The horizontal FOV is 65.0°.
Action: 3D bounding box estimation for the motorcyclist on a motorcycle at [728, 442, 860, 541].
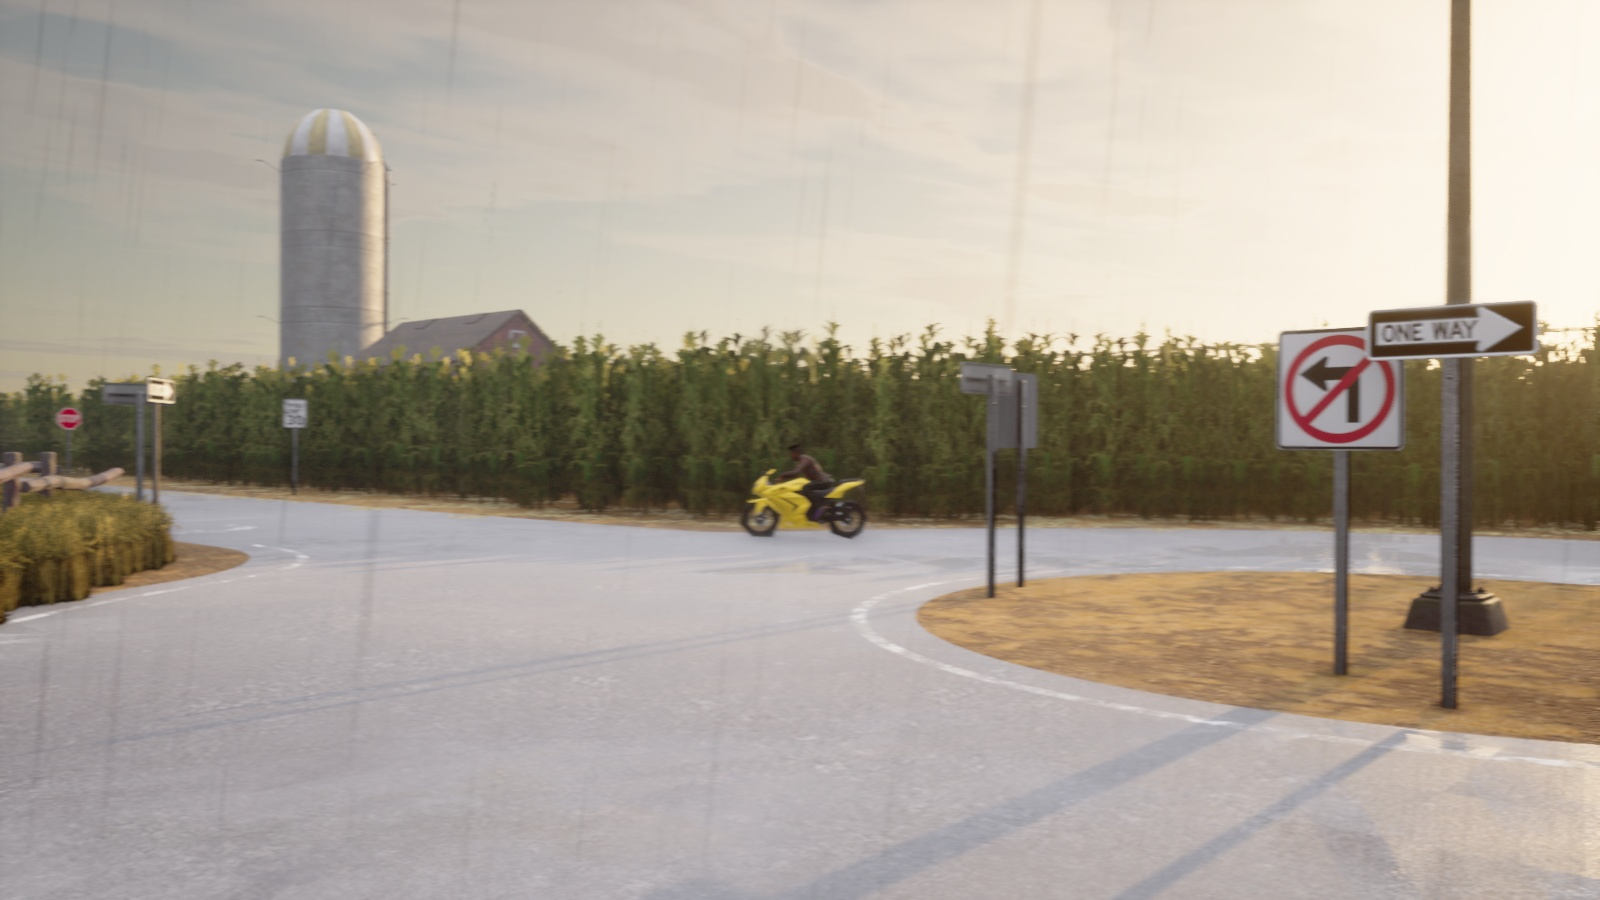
[{"bbox_3d":[-0.110,0.660,19.956,2.044,1.523,0.797,0,-2,-4],"label":"motorcyclist on a motorcycle"}]
